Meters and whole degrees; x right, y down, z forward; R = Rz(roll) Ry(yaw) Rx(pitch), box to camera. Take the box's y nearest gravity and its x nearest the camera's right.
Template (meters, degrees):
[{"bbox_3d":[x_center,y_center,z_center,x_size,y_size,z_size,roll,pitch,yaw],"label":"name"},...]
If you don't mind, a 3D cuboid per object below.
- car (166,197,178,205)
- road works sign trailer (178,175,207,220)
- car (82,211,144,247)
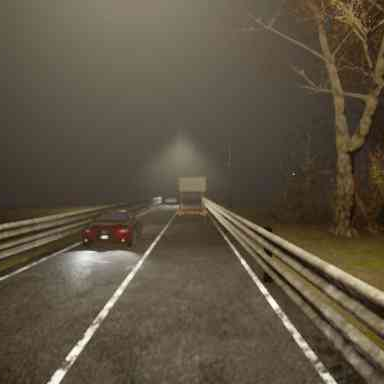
[{"bbox_3d":[-3.304,1.467,54.922,1.895,1.301,4.718,0,0,0],"label":"car"},{"bbox_3d":[0.015,0.397,27.685,2.380,3.560,2.880,0,0,0],"label":"road works sign trailer"},{"bbox_3d":[-3.347,1.528,14.680,1.994,1.385,4.181,0,0,0],"label":"car"}]
